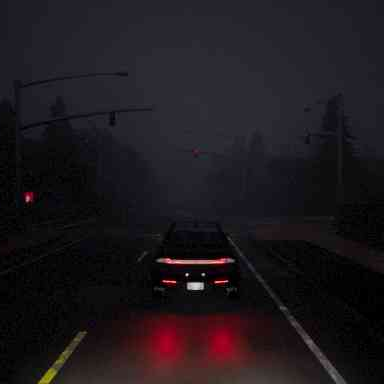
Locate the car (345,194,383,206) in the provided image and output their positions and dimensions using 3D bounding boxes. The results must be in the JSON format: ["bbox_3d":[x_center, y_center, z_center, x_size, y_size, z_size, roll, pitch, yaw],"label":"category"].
[{"bbox_3d":[15.881,1.202,28.964,5.566,2.045,2.150,0,0,-8],"label":"car"}]

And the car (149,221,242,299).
[{"bbox_3d":[0.084,1.492,8.444,2.128,1.511,4.902,0,0,0],"label":"car"}]
